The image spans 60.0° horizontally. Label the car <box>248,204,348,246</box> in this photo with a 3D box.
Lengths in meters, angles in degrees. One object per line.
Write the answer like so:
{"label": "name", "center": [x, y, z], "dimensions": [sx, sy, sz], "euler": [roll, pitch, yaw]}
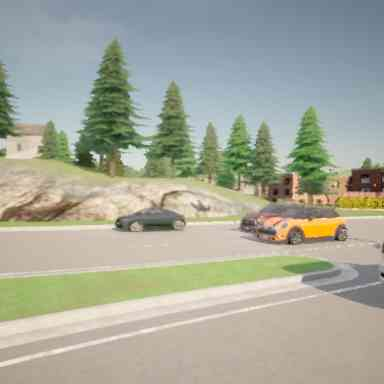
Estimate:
{"label": "car", "center": [5.320, 1.500, 16.121], "dimensions": [4.553, 1.767, 2.097], "euler": [1, 0, -28]}

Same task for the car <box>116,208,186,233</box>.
{"label": "car", "center": [-2.429, 1.638, 20.035], "dimensions": [4.181, 1.385, 1.994], "euler": [1, 0, -26]}

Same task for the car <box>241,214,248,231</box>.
{"label": "car", "center": [5.149, 1.518, 19.982], "dimensions": [4.553, 1.767, 2.097], "euler": [1, 0, -28]}

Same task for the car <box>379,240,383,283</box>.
{"label": "car", "center": [6.560, 1.337, 7.360], "dimensions": [5.566, 2.045, 2.150], "euler": [1, 0, -29]}
